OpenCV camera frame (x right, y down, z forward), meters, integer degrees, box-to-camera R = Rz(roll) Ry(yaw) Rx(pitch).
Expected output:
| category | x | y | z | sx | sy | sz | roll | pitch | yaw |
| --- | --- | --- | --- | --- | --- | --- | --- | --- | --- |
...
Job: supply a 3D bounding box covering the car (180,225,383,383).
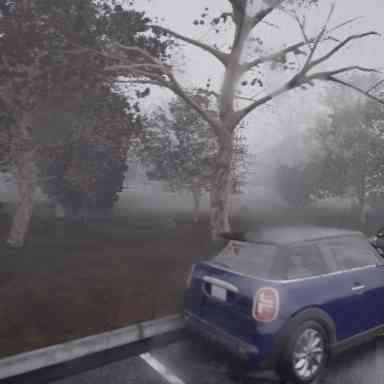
| category | x | y | z | sx | sy | sz | roll | pitch | yaw |
| --- | --- | --- | --- | --- | --- | --- | --- | --- | --- |
| car | 2.134 | 1.351 | 5.583 | 4.553 | 1.767 | 2.185 | 0 | 0 | -33 |
